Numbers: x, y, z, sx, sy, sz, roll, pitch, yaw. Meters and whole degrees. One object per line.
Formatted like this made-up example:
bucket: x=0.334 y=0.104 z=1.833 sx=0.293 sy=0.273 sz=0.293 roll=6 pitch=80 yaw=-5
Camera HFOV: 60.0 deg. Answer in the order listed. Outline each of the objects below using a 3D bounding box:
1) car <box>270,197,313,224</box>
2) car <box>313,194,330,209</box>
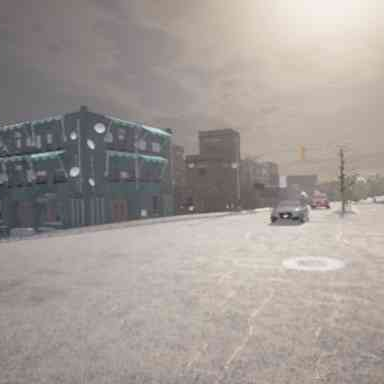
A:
car: x=6.383 y=1.226 z=21.582 sx=1.994 sy=1.385 sz=4.181 roll=-2 pitch=0 yaw=25
car: x=16.928 y=1.258 z=43.982 sx=2.150 sy=2.045 sz=5.566 roll=-2 pitch=0 yaw=25
